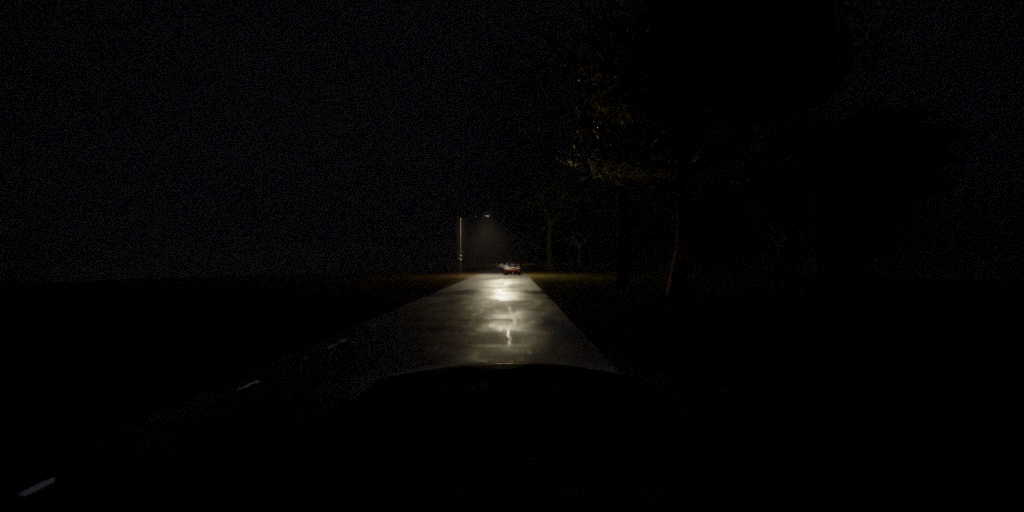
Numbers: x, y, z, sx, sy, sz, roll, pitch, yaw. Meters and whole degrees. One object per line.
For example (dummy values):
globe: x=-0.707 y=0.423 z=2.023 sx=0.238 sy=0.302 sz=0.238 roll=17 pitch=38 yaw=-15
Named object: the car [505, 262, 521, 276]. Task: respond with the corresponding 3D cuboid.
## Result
car: x=0.071 y=1.680 z=43.669 sx=1.895 sy=1.301 sz=4.718 roll=0 pitch=-1 yaw=0
